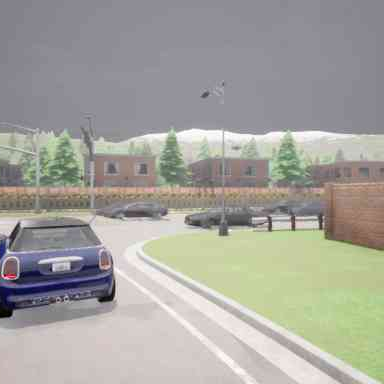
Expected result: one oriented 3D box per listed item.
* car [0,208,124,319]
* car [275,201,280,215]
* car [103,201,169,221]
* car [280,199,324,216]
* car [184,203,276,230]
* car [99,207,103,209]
[{"bbox_3d":[-3.346,1.352,7.785,2.097,1.767,4.553,0,0,-29],"label":"car"},{"bbox_3d":[9.565,1.504,33.624,4.892,1.490,1.837,0,0,-14],"label":"car"},{"bbox_3d":[-4.327,1.491,26.543,4.902,1.511,2.128,0,0,-14],"label":"car"},{"bbox_3d":[10.601,1.563,30.274,4.181,1.385,1.994,0,0,-14],"label":"car"},{"bbox_3d":[2.228,1.547,20.966,5.357,1.411,2.033,0,0,-14],"label":"car"},{"bbox_3d":[-6.355,1.564,29.643,4.181,1.385,1.994,0,0,-14],"label":"car"}]
